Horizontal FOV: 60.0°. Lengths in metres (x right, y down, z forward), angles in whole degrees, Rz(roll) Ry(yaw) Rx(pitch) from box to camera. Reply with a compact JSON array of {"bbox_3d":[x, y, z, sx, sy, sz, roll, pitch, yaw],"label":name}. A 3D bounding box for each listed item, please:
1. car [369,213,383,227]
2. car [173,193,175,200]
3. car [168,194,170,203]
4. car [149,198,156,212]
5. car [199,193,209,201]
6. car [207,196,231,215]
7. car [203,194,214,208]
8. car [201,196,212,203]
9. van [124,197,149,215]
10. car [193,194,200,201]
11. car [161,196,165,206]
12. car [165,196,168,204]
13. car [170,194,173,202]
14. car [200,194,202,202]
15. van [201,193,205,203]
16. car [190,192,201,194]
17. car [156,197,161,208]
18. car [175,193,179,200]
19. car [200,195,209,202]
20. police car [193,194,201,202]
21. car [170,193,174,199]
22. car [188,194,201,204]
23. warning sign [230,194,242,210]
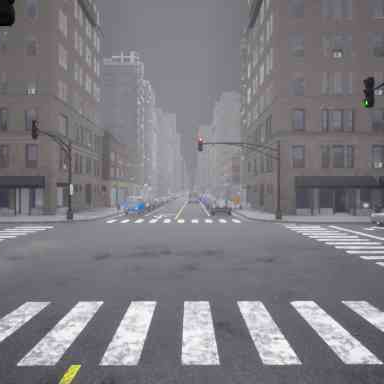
[{"bbox_3d":[13.754,1.615,20.677,4.718,1.301,1.895,0,0,0],"label":"car"},{"bbox_3d":[-5.515,1.522,78.556,1.752,1.417,4.829,0,0,0],"label":"car"},{"bbox_3d":[-5.590,1.527,61.551,1.752,1.417,4.829,0,0,0],"label":"car"},{"bbox_3d":[-5.690,1.443,39.048,1.967,1.590,4.097,0,0,0],"label":"car"},{"bbox_3d":[3.036,1.309,84.367,2.192,1.841,5.009,0,0,0],"label":"car"},{"bbox_3d":[2.811,1.442,33.344,1.967,1.590,4.097,0,0,0],"label":"car"},{"bbox_3d":[2.861,1.443,44.682,1.967,1.590,4.097,0,0,0],"label":"car"},{"bbox_3d":[2.962,1.551,67.359,2.008,1.369,4.403,0,0,0],"label":"car"},{"bbox_3d":[-5.715,1.343,33.380,1.690,1.788,3.998,0,0,0],"label":"van"},{"bbox_3d":[1.179,1.448,89.537,1.801,1.575,5.366,0,0,0],"label":"car"},{"bbox_3d":[-5.639,1.585,50.385,1.802,1.307,4.206,0,0,0],"label":"car"},{"bbox_3d":[-5.615,1.569,56.053,1.947,1.339,4.313,0,0,0],"label":"car"},{"bbox_3d":[-5.564,1.566,67.389,1.947,1.339,4.313,0,0,0],"label":"car"},{"bbox_3d":[2.937,1.527,61.860,1.752,1.417,4.829,0,0,0],"label":"car"},{"bbox_3d":[2.911,1.344,56.021,1.690,1.788,3.998,0,0,0],"label":"van"},{"bbox_3d":[0.319,1.039,72.949,2.150,2.045,5.566,0,0,0],"label":"car"},{"bbox_3d":[-5.664,1.569,44.716,1.947,1.339,4.313,0,0,0],"label":"car"},{"bbox_3d":[-5.464,1.307,90.062,2.192,1.841,5.009,0,0,0],"label":"car"},{"bbox_3d":[3.012,1.437,78.698,1.967,1.590,4.097,0,0,0],"label":"car"},{"bbox_3d":[1.144,1.421,79.442,1.930,1.638,5.238,0,0,-1],"label":"police car"},{"bbox_3d":[-5.539,1.543,73.057,1.887,1.381,4.507,0,0,0],"label":"car"},{"bbox_3d":[0.275,1.566,62.915,1.994,1.385,4.181,0,0,0],"label":"car"},{"bbox_3d":[5.239,1.118,39.328,1.300,1.860,1.060,0,0,0],"label":"warning sign"}]
